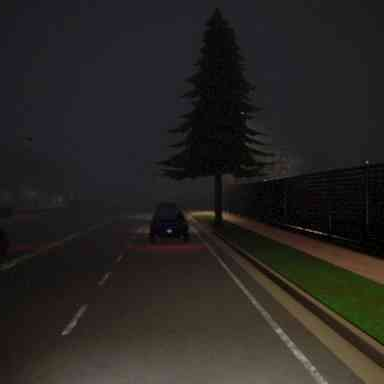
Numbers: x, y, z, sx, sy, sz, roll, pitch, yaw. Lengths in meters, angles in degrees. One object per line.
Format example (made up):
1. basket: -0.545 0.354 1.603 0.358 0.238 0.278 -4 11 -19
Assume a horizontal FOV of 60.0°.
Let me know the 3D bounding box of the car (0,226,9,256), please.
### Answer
1. car: -7.902 1.682 11.187 1.812 1.442 4.674 0 -1 -5

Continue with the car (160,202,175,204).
1. car: -2.113 1.649 28.881 2.097 1.767 4.553 0 -1 -5

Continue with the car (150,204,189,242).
1. car: -1.236 1.661 17.785 1.882 1.535 5.008 0 -1 -5
